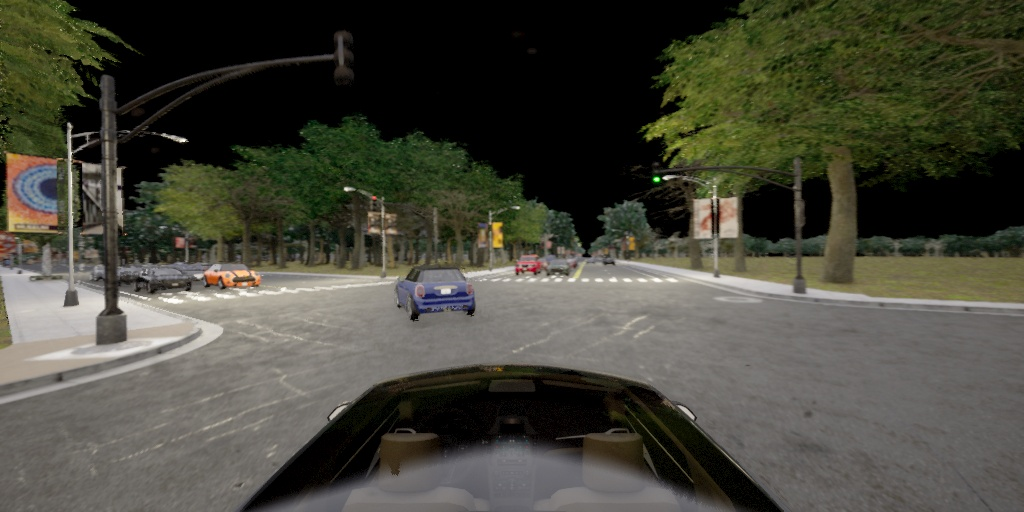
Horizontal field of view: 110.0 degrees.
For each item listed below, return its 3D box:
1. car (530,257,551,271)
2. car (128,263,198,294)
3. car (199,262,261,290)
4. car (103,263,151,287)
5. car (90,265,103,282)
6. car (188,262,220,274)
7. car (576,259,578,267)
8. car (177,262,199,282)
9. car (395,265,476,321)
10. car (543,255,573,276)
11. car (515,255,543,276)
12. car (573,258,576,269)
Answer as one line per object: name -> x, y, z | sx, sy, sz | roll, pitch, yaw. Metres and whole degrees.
car -> 3.853, 1.033, 47.142 | 2.097, 1.767, 4.553 | -1, 0, 13
car -> -21.830, 1.426, 22.381 | 5.008, 1.535, 1.882 | -1, 0, 33
car -> -19.104, 1.263, 24.446 | 4.553, 1.767, 2.097 | -1, 0, 35
car -> -29.968, 1.499, 28.084 | 5.008, 1.535, 1.882 | -1, 0, 35
car -> -38.404, 1.605, 34.020 | 4.892, 1.490, 1.837 | -1, 0, 35
car -> -41.312, 1.587, 48.021 | 4.902, 1.511, 2.128 | -1, 0, 35
car -> 8.560, 1.086, 53.506 | 1.882, 1.535, 5.008 | -1, 0, 12
car -> -26.600, 1.469, 29.693 | 4.902, 1.511, 2.128 | 0, 0, 35
car -> -2.957, 1.121, 13.069 | 2.097, 1.767, 4.553 | -1, 0, -25
car -> 4.577, 1.025, 35.121 | 2.097, 1.767, 4.553 | -1, 0, 12
car -> 1.797, 0.936, 37.762 | 2.150, 2.045, 5.566 | -1, 0, 12
car -> 6.472, 1.243, 43.913 | 1.895, 1.301, 4.718 | -1, 0, 12
